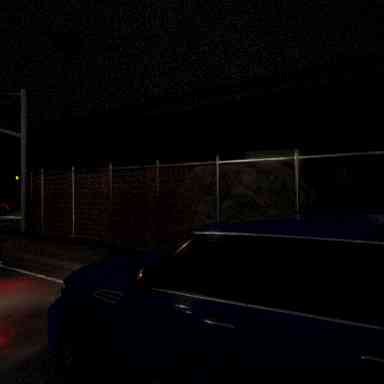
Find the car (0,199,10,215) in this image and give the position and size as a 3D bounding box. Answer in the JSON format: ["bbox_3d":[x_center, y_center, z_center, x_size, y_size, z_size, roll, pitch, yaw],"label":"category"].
[{"bbox_3d":[-20.228,1.407,31.937,2.097,1.767,4.553,0,0,37],"label":"car"}]

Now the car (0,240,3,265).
[{"bbox_3d":[-7.128,1.492,9.074,4.902,1.511,2.128,0,0,33],"label":"car"}]

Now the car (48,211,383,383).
[{"bbox_3d":[0.887,1.221,3.358,5.566,2.045,2.150,0,0,35],"label":"car"}]
